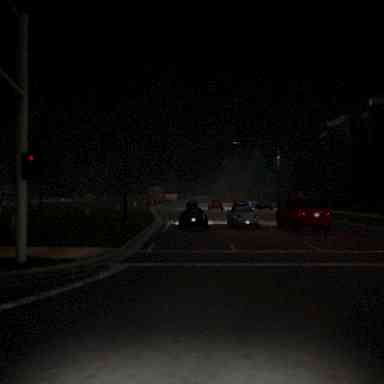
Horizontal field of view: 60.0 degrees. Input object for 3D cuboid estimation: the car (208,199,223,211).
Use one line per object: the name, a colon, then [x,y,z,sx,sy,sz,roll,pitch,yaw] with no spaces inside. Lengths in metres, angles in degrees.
car: [3.502,1.819,49.763,2.097,1.767,4.553,0,-1,0]

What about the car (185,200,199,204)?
car: [0.000,1.942,49.375,1.882,1.535,5.008,0,0,0]

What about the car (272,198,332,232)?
car: [7.096,1.425,21.582,2.150,2.045,5.566,0,-1,0]

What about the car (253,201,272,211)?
car: [10.490,2.058,48.552,1.895,1.301,4.718,0,-1,0]

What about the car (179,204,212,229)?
car: [0.095,1.784,23.328,1.994,1.385,4.181,0,-1,0]

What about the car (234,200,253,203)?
car: [6.994,1.949,48.542,2.128,1.511,4.902,0,0,0]

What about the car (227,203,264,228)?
car: [3.583,1.750,23.793,1.812,1.442,4.674,0,-1,0]

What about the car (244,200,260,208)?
car: [10.489,2.152,58.552,1.895,1.301,4.718,0,-1,0]
